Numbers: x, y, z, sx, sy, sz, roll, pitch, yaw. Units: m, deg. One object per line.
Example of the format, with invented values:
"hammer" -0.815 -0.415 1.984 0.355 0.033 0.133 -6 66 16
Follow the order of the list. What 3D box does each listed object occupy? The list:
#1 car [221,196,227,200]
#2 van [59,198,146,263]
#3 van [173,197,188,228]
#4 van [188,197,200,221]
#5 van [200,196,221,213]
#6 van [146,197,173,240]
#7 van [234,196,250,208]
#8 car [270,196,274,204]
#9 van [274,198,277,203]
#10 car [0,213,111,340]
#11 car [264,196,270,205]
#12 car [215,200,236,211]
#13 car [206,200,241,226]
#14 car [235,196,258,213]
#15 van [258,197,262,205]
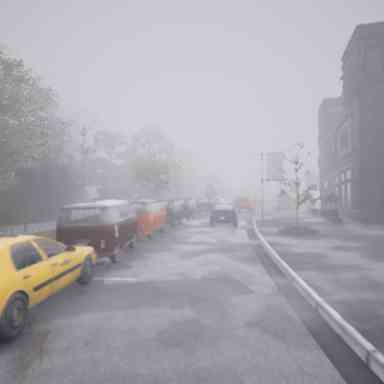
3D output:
"car" 3.337 1.589 44.771 2.435 2.045 5.566 -2 0 15
"van" -3.138 1.290 12.015 1.878 1.987 4.442 -2 0 3
"van" -1.765 1.368 23.114 1.878 1.987 4.442 -2 0 8
"van" -0.804 1.420 28.611 1.878 1.987 4.442 -2 0 9
"van" 1.778 1.546 39.494 1.878 1.987 4.442 -2 0 14
"van" -2.547 1.325 17.578 1.878 1.987 4.442 -2 0 8
"van" 9.092 1.794 60.567 1.878 1.987 4.442 -1 0 21
"car" 17.829 2.219 80.727 2.231 1.521 4.892 -1 0 22
"van" 20.128 2.065 85.928 1.878 1.987 4.442 -1 -1 26
"car" -3.494 1.487 6.507 1.946 1.575 5.366 -2 0 4
"car" 15.603 2.201 75.686 2.163 1.488 4.792 -1 0 22
"car" 5.104 1.944 50.041 2.002 1.452 4.674 -1 0 19
"car" 2.443 1.590 24.609 1.882 1.535 5.008 0 0 10
"car" 6.672 1.523 42.439 2.150 2.045 5.566 -1 -1 16
"van" 12.971 1.887 69.731 1.878 1.987 4.442 -1 0 21
